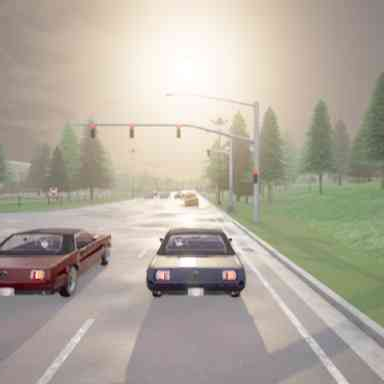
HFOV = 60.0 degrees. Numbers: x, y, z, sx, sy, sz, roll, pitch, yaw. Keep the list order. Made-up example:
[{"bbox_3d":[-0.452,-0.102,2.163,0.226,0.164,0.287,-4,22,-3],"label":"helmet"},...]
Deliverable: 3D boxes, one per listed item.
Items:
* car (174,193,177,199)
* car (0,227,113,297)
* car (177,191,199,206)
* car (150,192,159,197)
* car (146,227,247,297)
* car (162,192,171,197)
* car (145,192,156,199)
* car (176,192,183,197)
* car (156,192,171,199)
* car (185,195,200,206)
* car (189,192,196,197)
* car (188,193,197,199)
[{"bbox_3d":[-3.343,0.948,81.043,1.994,1.385,4.181,0,0,0],"label":"car"},{"bbox_3d":[-3.405,1.538,8.358,1.895,1.301,4.718,0,0,0],"label":"car"},{"bbox_3d":[-0.415,0.717,46.622,1.882,1.535,5.008,-14,16,-7],"label":"car"},{"bbox_3d":[-10.324,0.661,91.058,1.837,1.490,4.892,0,0,0],"label":"car"},{"bbox_3d":[0.095,1.538,8.334,1.895,1.301,4.718,0,0,0],"label":"car"},{"bbox_3d":[-6.824,0.701,91.051,2.033,1.411,5.357,0,0,0],"label":"car"},{"bbox_3d":[-10.344,0.937,80.640,2.033,1.411,5.357,0,0,0],"label":"car"},{"bbox_3d":[-3.324,0.686,91.044,1.812,1.442,4.674,0,0,0],"label":"car"},{"bbox_3d":[-6.844,0.937,80.633,2.033,1.411,5.357,0,0,0],"label":"car"},{"bbox_3d":[0.097,1.223,49.998,2.033,1.411,5.357,0,2,0],"label":"car"},{"bbox_3d":[0.176,0.701,91.038,2.033,1.411,5.357,0,0,0],"label":"car"},{"bbox_3d":[0.157,0.948,81.036,1.994,1.385,4.181,0,0,0],"label":"car"}]
